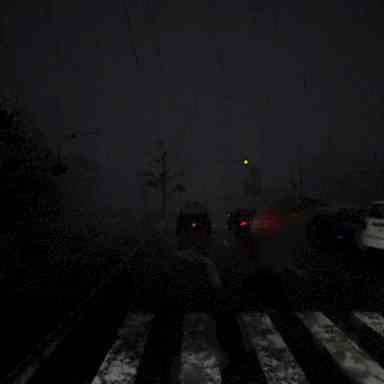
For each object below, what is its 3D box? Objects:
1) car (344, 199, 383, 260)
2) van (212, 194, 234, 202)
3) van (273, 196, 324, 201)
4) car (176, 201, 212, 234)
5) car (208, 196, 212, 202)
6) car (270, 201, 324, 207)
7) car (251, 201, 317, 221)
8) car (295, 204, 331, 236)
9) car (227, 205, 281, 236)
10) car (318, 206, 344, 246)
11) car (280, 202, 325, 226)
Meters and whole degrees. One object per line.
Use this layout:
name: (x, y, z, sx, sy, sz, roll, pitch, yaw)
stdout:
car: (8.099, 1.254, 10.723, 5.566, 2.045, 2.435, 1, 0, -20)
van: (7.969, 1.554, 80.845, 4.442, 1.987, 1.878, 1, -1, -20)
van: (7.965, 1.341, 25.577, 4.442, 1.987, 1.878, 1, 0, -20)
car: (0.101, 1.526, 19.428, 1.882, 1.535, 5.008, 0, 0, 0)
car: (7.902, 2.029, 89.747, 5.366, 1.575, 1.946, 1, -1, -20)
car: (8.097, 1.584, 22.649, 4.792, 1.488, 2.163, 1, -1, -20)
car: (7.899, 1.578, 28.535, 5.366, 1.575, 1.946, 1, 0, -20)
car: (8.064, 1.528, 16.672, 4.892, 1.521, 2.231, 1, -1, -20)
car: (3.101, 1.591, 18.544, 2.033, 1.411, 5.357, 0, 0, 0)
car: (8.076, 1.515, 13.687, 5.008, 1.535, 2.097, 1, 0, -20)
car: (8.245, 1.539, 19.719, 5.366, 1.575, 1.946, 1, -1, -20)
